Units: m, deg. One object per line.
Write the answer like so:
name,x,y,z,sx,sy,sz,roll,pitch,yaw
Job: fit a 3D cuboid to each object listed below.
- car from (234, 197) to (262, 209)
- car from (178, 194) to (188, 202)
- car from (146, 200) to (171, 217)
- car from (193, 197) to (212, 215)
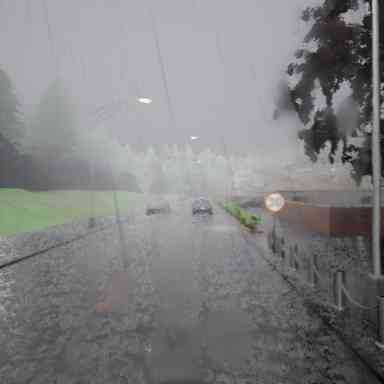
car,7.492,1.391,42.008,5.357,1.415,2.033,0,0,-38
car,-1.992,1.240,72.363,2.097,1.767,4.553,0,0,2
car,-3.169,1.496,32.193,1.882,1.535,5.008,0,0,2
car,1.075,1.549,34.481,1.994,1.385,4.181,0,0,2
